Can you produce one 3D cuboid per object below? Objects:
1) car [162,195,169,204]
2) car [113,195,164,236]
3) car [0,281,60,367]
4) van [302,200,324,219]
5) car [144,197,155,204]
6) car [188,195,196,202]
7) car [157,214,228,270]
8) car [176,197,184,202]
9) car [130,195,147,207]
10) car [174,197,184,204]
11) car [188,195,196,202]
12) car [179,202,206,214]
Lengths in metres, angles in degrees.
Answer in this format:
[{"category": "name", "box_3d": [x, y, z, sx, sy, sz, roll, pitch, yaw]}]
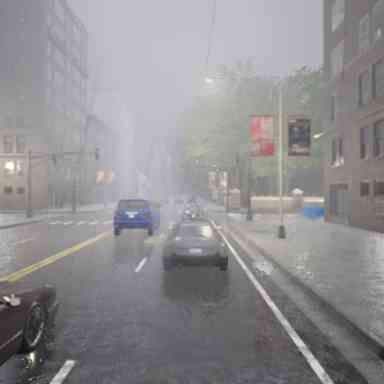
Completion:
[{"category": "car", "box_3d": [-6.495, 1.755, 76.841, 2.150, 2.045, 5.566, 0, 0, 0]}, {"category": "car", "box_3d": [-3.147, 1.366, 19.787, 2.150, 2.045, 5.566, 0, -1, -1]}, {"category": "car", "box_3d": [-3.155, 1.571, 3.150, 2.033, 1.411, 5.357, 0, -1, 0]}, {"category": "van", "box_3d": [12.167, 1.632, 30.606, 3.998, 1.788, 1.690, 0, -1, 1]}, {"category": "car", "box_3d": [-9.746, 2.008, 76.875, 1.882, 1.535, 5.008, 0, 0, 0]}, {"category": "car", "box_3d": [0.006, 2.045, 80.321, 1.837, 1.490, 4.892, 0, 0, 0]}, {"category": "car", "box_3d": [0.101, 1.649, 11.372, 1.994, 1.385, 4.181, 0, 0, 0]}, {"category": "car", "box_3d": [-3.244, 2.123, 90.765, 1.895, 1.301, 4.718, 0, 0, 0]}, {"category": "car", "box_3d": [-9.773, 1.650, 61.093, 2.150, 2.045, 5.566, 0, 0, 1]}, {"category": "car", "box_3d": [-3.244, 2.071, 80.320, 2.128, 1.511, 4.902, 0, 0, 0]}, {"category": "car", "box_3d": [0.006, 1.753, 90.767, 2.150, 2.045, 5.566, 0, 0, 0]}, {"category": "car", "box_3d": [0.102, 1.739, 25.865, 2.033, 1.411, 5.357, 0, 0, 0]}]
